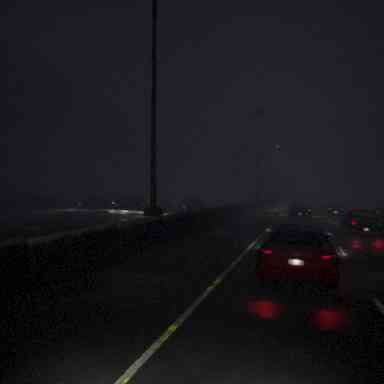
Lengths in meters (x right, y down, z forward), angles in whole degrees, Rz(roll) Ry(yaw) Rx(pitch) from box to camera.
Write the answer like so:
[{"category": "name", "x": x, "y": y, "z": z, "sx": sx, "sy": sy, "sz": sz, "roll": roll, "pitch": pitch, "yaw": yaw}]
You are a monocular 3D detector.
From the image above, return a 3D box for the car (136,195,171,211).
[{"category": "car", "x": -3.629, "y": 1.192, "z": 34.661, "sx": 1.812, "sy": 1.442, "sz": 4.674, "roll": 2, "pitch": 0, "yaw": 18}]

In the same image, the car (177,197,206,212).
[{"category": "car", "x": 0.026, "y": 1.264, "z": 34.558, "sx": 2.128, "sy": 1.511, "sz": 4.902, "roll": 2, "pitch": 0, "yaw": 18}]

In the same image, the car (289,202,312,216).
[{"category": "car", "x": 9.519, "y": 1.607, "z": 29.260, "sx": 1.812, "sy": 1.442, "sz": 4.674, "roll": 2, "pitch": 0, "yaw": 18}]

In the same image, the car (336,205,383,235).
[{"category": "car", "x": 10.259, "y": 1.762, "z": 20.333, "sx": 1.895, "sy": 1.301, "sz": 4.718, "roll": 2, "pitch": 0, "yaw": 18}]

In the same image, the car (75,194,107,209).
[{"category": "car", "x": -10.574, "y": 0.949, "z": 35.945, "sx": 2.128, "sy": 1.511, "sz": 4.902, "roll": 2, "pitch": 0, "yaw": 18}]

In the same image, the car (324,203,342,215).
[{"category": "car", "x": 15.586, "y": 1.810, "z": 36.506, "sx": 1.895, "sy": 1.301, "sz": 4.718, "roll": 2, "pitch": 0, "yaw": 18}]

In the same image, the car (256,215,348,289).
[{"category": "car", "x": 3.019, "y": 1.587, "z": 9.531, "sx": 1.994, "sy": 1.385, "sz": 4.181, "roll": 2, "pitch": 0, "yaw": 18}]

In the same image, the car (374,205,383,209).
[{"category": "car", "x": 17.149, "y": 1.860, "z": 30.063, "sx": 1.994, "sy": 1.385, "sz": 4.181, "roll": 2, "pitch": 0, "yaw": 18}]

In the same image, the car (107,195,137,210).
[{"category": "car", "x": -6.834, "y": 1.070, "z": 36.108, "sx": 1.837, "sy": 1.490, "sz": 4.892, "roll": 2, "pitch": 0, "yaw": 18}]
